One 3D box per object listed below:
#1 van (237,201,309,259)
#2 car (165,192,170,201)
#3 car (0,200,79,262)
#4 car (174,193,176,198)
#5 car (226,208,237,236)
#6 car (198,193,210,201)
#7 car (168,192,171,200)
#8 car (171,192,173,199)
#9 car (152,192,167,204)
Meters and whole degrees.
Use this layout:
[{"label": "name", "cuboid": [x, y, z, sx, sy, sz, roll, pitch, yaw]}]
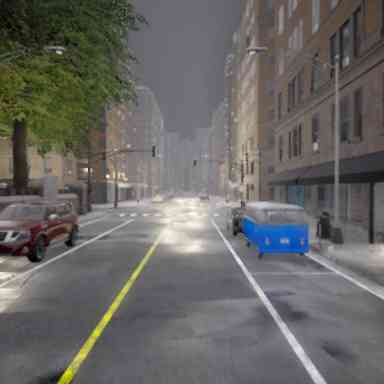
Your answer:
[{"label": "van", "cuboid": [2.846, 1.276, 12.055, 1.690, 1.788, 3.998, 0, 0, 0]}, {"label": "car", "cuboid": [-5.723, 1.218, 61.146, 2.008, 1.369, 4.403, 0, 0, 0]}, {"label": "car", "cuboid": [-5.679, 1.259, 12.007, 2.192, 1.841, 5.009, 0, 0, 0]}, {"label": "car", "cuboid": [-5.743, 1.109, 82.950, 2.008, 1.369, 4.403, 0, 0, 0]}, {"label": "car", "cuboid": [2.842, 1.470, 17.716, 1.947, 1.339, 4.313, 0, 0, 0]}, {"label": "car", "cuboid": [2.791, 1.041, 72.091, 1.967, 1.590, 4.097, 0, 0, 0]}, {"label": "car", "cuboid": [-5.728, 1.183, 66.598, 1.887, 1.381, 4.507, 0, 0, 0]}, {"label": "car", "cuboid": [-5.733, 1.156, 72.048, 1.887, 1.381, 4.507, 0, 0, 0]}, {"label": "car", "cuboid": [-5.718, 1.223, 55.526, 1.752, 1.417, 4.829, 0, 0, 0]}]
